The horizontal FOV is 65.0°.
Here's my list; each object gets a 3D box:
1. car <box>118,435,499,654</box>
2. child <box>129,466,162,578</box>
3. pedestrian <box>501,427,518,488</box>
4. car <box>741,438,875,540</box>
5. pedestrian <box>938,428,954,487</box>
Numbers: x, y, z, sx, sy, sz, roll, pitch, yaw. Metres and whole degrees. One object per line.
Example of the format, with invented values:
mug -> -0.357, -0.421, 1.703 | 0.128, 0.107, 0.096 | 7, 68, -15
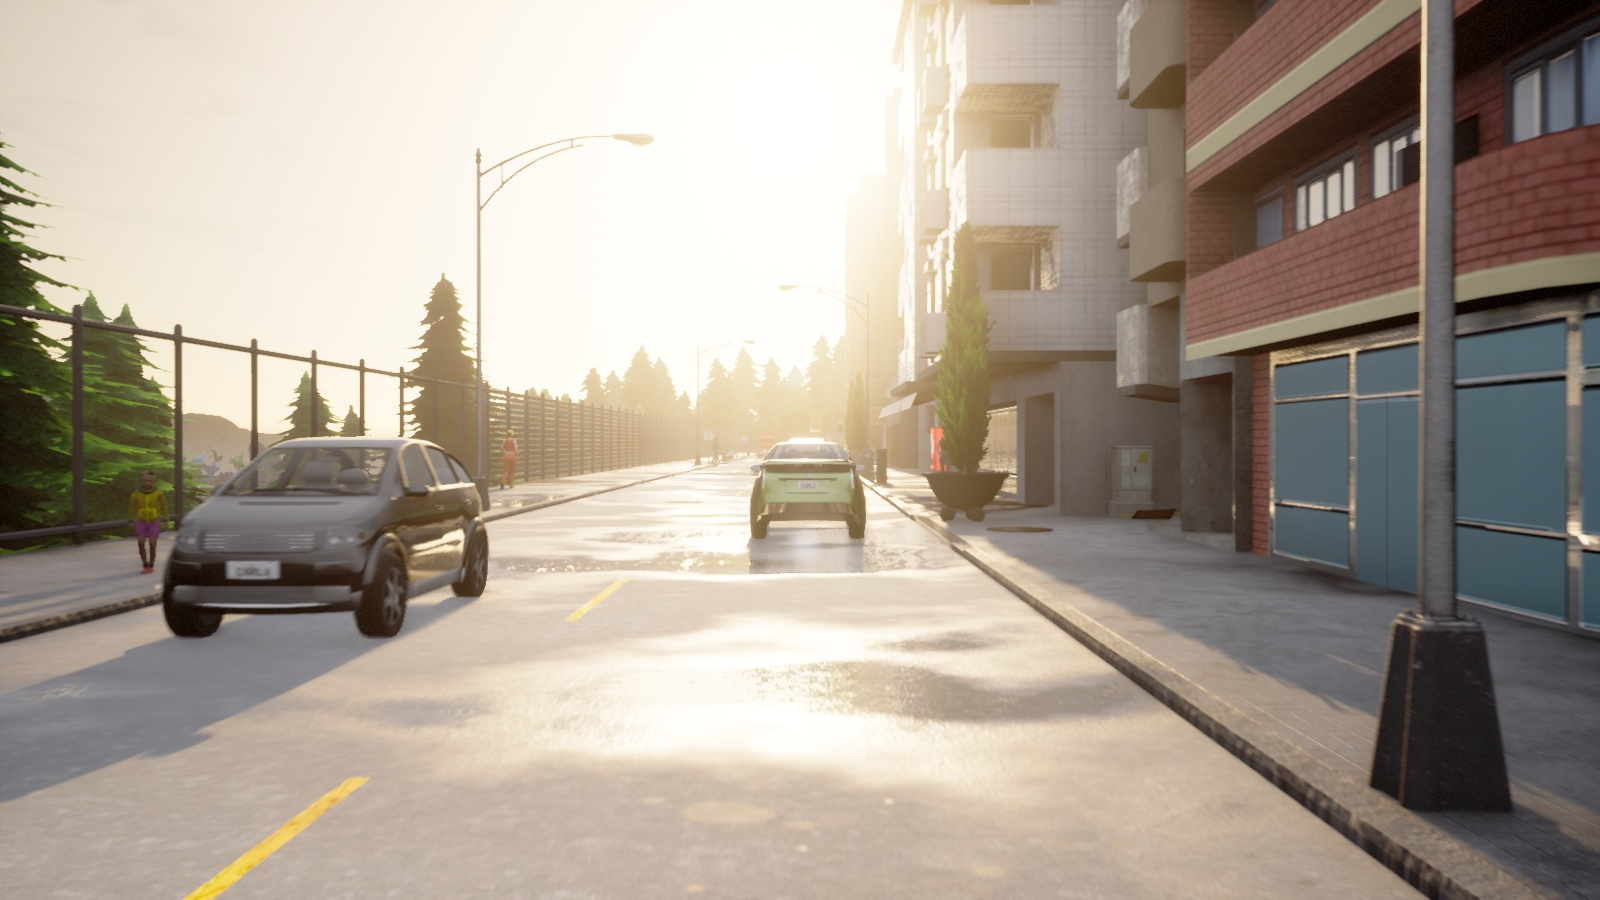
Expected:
car -> -3.924, 0.661, 10.735 | 1.789, 1.549, 3.705 | 0, 0, 0
child -> -6.984, 0.755, 13.407 | 0.299, 1.160, 0.473 | 0, 0, -27
pedestrian -> -8.809, 0.235, 38.070 | 0.345, 1.836, 0.594 | 0, 0, 2
car -> 0.132, 0.575, 21.083 | 2.007, 1.525, 4.514 | 0, 0, 0
pedestrian -> 4.577, 0.238, 39.410 | 0.345, 1.836, 0.594 | 0, 0, -7
